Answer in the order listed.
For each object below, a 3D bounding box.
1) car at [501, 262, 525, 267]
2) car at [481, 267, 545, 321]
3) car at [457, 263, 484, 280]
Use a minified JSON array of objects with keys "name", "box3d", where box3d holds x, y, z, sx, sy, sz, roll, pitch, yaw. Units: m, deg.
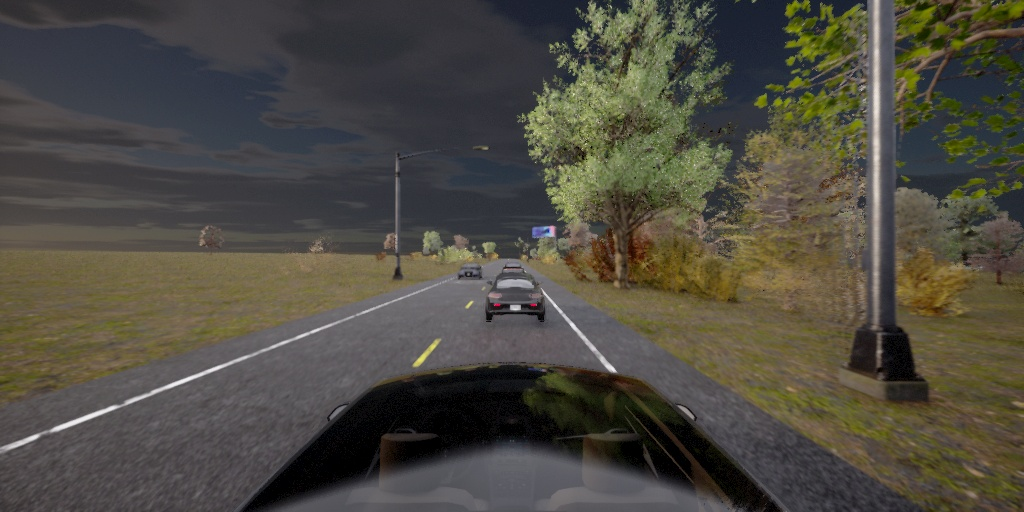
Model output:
[{"name":"car","box3d":[0.092,1.254,30.211,2.128,1.511,4.902,0,0,0]},{"name":"car","box3d":[0.097,1.280,12.347,1.812,1.442,4.674,0,0,0]},{"name":"car","box3d":[-3.606,1.326,31.765,1.994,1.385,4.181,0,0,0]}]
